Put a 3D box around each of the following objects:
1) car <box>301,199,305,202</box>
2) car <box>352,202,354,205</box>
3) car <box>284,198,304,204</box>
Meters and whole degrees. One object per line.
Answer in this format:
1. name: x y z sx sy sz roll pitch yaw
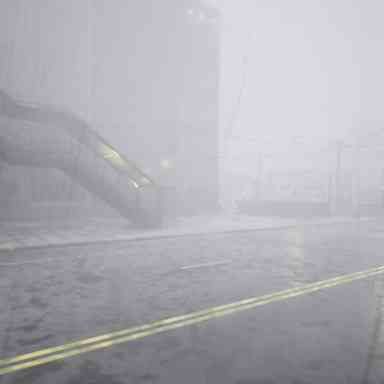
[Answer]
1. car: 18.754 1.939 57.934 4.193 1.474 1.816 1 0 -36
2. car: 23.234 1.789 51.797 4.553 1.767 2.185 1 0 -36
3. car: 24.320 2.115 79.003 4.786 1.482 2.161 1 0 -36
